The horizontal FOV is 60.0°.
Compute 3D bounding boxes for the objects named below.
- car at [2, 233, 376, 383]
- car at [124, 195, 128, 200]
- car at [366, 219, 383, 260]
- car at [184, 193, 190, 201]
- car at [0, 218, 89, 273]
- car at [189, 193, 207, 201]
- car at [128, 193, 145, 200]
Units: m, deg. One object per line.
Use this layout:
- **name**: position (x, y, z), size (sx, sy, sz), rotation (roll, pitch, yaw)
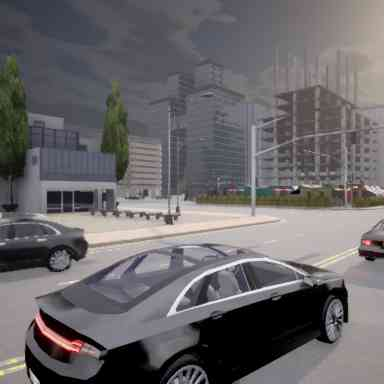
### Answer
- **car**: position (0.401, 1.492, 4.617), size (4.902, 1.511, 2.128), rotation (0, 0, -41)
- **car**: position (-16.487, 1.153, 92.049), size (1.932, 1.855, 4.605), rotation (0, 0, 43)
- **car**: position (7.324, 1.547, 11.326), size (2.033, 1.411, 5.357), rotation (0, 0, 43)
- **car**: position (-0.175, 1.156, 76.525), size (1.905, 1.878, 3.866), rotation (0, 0, 43)
- **car**: position (-5.302, 1.505, 9.022), size (4.892, 1.490, 1.837), rotation (0, 0, -40)
- **car**: position (1.916, 1.395, 74.523), size (1.970, 1.475, 3.806), rotation (0, 0, 43)
- **car**: position (-14.426, 1.156, 90.016), size (1.905, 1.878, 3.866), rotation (0, 0, 43)
